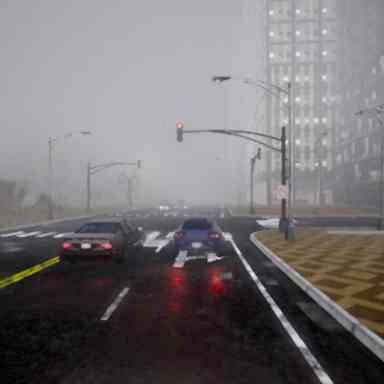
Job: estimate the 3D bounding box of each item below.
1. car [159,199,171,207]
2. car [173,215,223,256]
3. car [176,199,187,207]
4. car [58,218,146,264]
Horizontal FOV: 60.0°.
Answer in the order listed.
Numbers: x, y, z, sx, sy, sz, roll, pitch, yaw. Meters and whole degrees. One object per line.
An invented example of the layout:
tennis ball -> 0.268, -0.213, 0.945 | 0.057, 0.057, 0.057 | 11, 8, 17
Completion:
car -> -5.343, 2.177, 67.212 | 2.128, 1.511, 4.902 | 0, -1, 5
car -> 0.298, 1.662, 13.659 | 1.812, 1.442, 4.674 | 0, 0, 4
car -> -2.105, 2.166, 66.928 | 1.837, 1.490, 4.892 | 0, -1, 5
car -> -3.055, 1.671, 12.384 | 2.033, 1.411, 5.357 | 0, -1, 2
